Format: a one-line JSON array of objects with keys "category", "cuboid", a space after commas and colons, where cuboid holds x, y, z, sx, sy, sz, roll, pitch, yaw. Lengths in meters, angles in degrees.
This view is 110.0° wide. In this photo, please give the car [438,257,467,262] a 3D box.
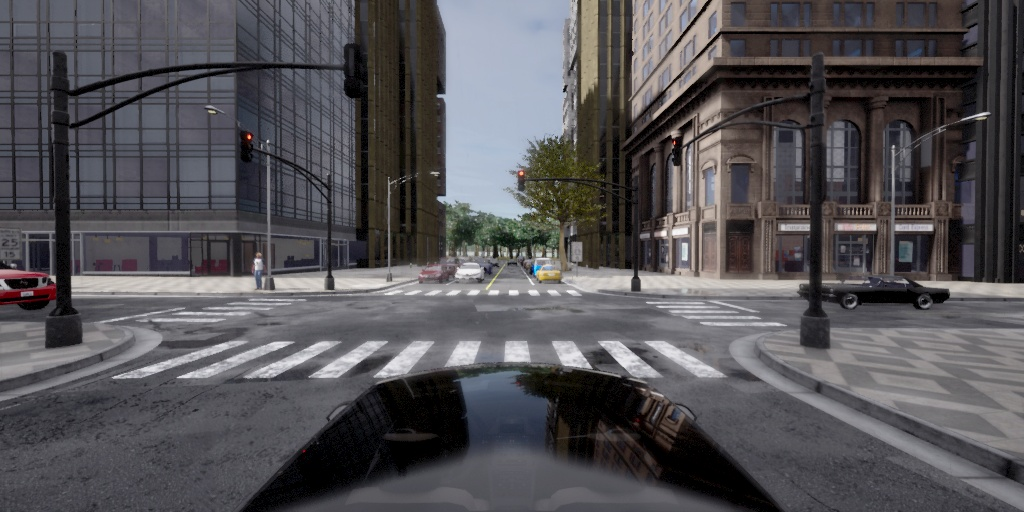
[{"category": "car", "cuboid": [-5.782, 1.034, 32.635, 2.192, 1.841, 5.009, 0, 0, 0]}]

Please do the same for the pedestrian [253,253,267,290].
[{"category": "pedestrian", "cuboid": [-12.533, 0.741, 17.779, 0.375, 1.860, 0.375, 0, 0, 0]}]

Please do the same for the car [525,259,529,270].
[{"category": "car", "cuboid": [2.740, 1.275, 38.328, 1.948, 1.339, 4.313, 0, 0, 0]}]

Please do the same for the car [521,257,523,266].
[{"category": "car", "cuboid": [2.729, 1.213, 55.366, 1.888, 1.381, 4.507, 0, 0, 0]}]

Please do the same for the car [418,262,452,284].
[{"category": "car", "cuboid": [-5.779, 1.311, 26.954, 1.802, 1.307, 4.207, 0, 0, 0]}]

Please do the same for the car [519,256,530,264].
[{"category": "car", "cuboid": [2.726, 1.202, 61.046, 2.007, 1.370, 4.403, 0, 0, 0]}]

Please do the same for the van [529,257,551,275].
[{"category": "van", "cuboid": [2.743, 1.060, 32.649, 1.690, 1.789, 3.998, 0, 0, 0]}]

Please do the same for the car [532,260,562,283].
[{"category": "car", "cuboid": [2.747, 1.254, 27.138, 1.751, 1.417, 4.829, 0, 0, 0]}]

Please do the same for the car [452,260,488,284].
[{"category": "car", "cuboid": [-3.112, 1.254, 27.199, 1.812, 1.442, 4.674, 0, 0, 0]}]

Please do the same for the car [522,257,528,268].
[{"category": "car", "cuboid": [2.733, 1.208, 49.857, 1.751, 1.417, 4.829, 0, 0, 0]}]

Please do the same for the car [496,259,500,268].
[{"category": "car", "cuboid": [-3.067, 1.167, 57.933, 1.837, 1.490, 4.892, 0, 0, 0]}]

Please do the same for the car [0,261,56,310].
[{"category": "car", "cuboid": [-18.381, 0.842, 11.526, 5.566, 2.045, 2.150, 1, 1, 0]}]

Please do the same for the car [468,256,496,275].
[{"category": "car", "cuboid": [-3.119, 1.066, 37.475, 2.097, 1.767, 4.553, 0, 0, 0]}]

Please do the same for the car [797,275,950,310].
[{"category": "car", "cuboid": [14.702, 1.444, 14.820, 4.718, 1.301, 1.895, 0, 1, 0]}]
